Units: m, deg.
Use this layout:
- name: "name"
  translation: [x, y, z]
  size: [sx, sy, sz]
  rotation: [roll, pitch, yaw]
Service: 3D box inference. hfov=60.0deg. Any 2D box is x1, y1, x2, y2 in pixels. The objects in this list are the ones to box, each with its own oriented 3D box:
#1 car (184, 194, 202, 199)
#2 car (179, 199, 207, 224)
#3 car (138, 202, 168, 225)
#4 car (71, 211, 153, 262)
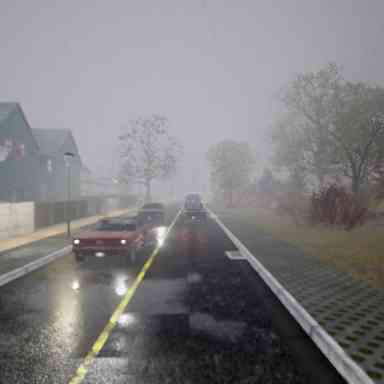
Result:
- name: "car"
  translation: [0.110, 1.240, 43.412]
  size: [2.150, 2.045, 5.566]
  rotation: [0, 0, 0]
- name: "car"
  translation: [0.106, 1.501, 24.551]
  size: [2.128, 1.511, 4.902]
  rotation: [0, 0, 0]
- name: "car"
  translation: [-2.813, 1.487, 24.589]
  size: [1.882, 1.535, 5.008]
  rotation: [0, 0, 0]
- name: "car"
  translation: [-2.807, 1.606, 12.362]
  size: [1.895, 1.301, 4.718]
  rotation: [0, 0, 0]
